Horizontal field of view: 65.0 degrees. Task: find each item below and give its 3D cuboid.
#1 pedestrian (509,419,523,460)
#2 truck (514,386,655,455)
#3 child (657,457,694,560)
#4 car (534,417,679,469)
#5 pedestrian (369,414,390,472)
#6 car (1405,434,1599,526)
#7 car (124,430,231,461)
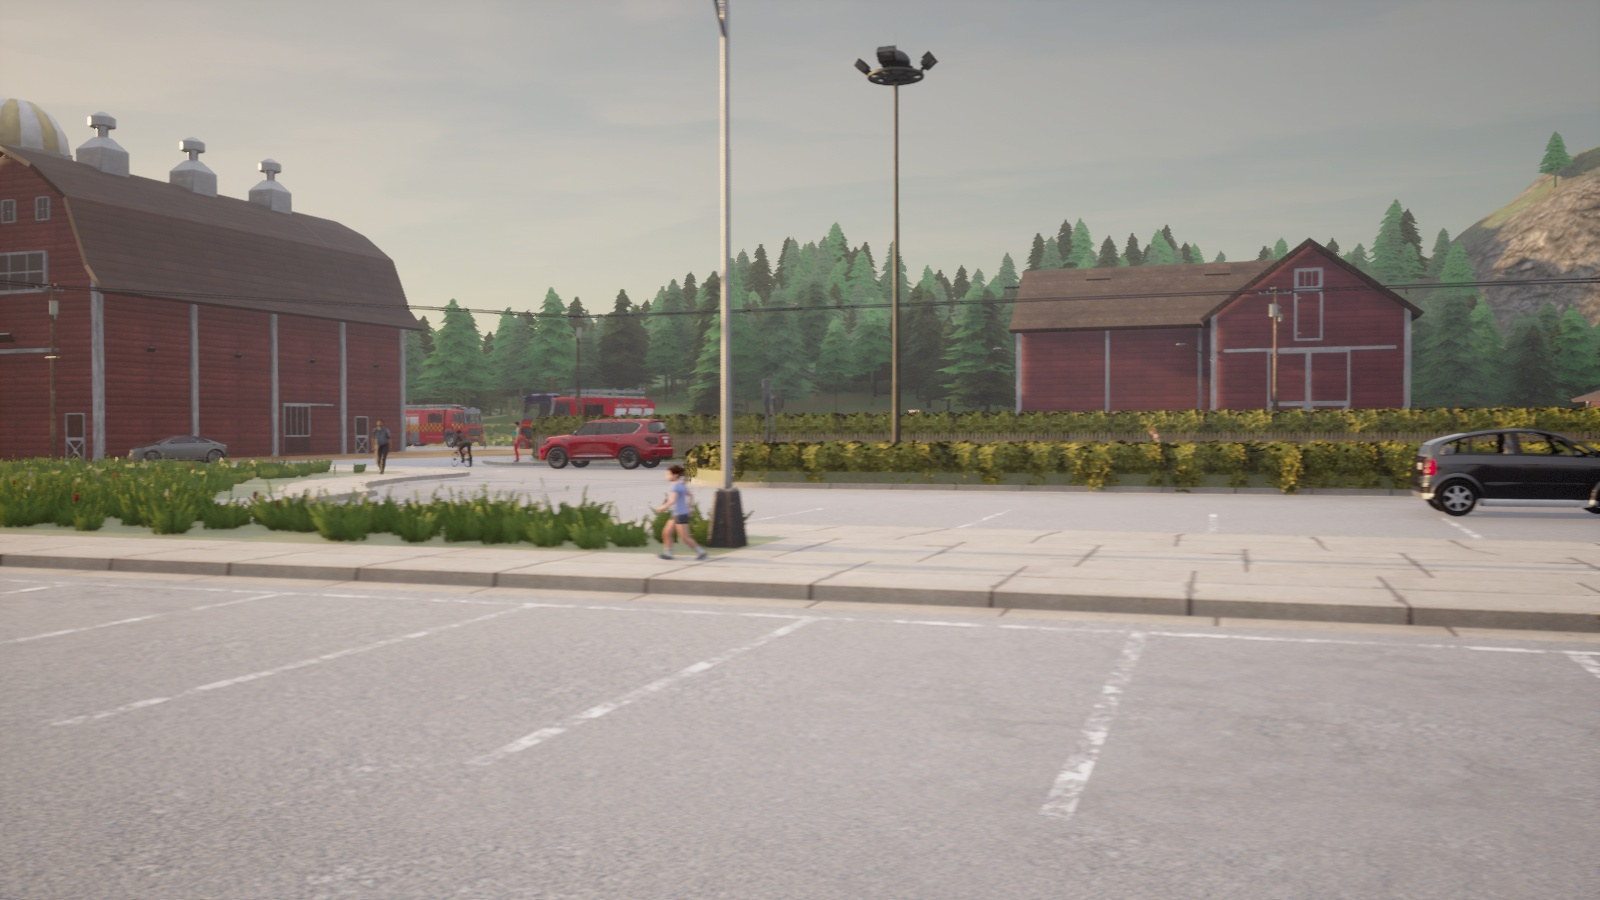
[{"bbox_3d":[-12.899,-0.484,57.016,0.594,1.836,0.345,0,1,-1],"label":"pedestrian"},{"bbox_3d":[-12.637,-1.726,74.389,2.891,3.827,8.468,1,1,38],"label":"truck"},{"bbox_3d":[-1.357,0.637,13.705,0.394,1.110,0.255,0,1,-4],"label":"child"},{"bbox_3d":[-7.967,-0.314,51.801,5.566,2.045,2.150,1,1,19],"label":"car"},{"bbox_3d":[-13.524,-0.217,40.430,0.540,1.848,0.694,0,1,-10],"label":"pedestrian"},{"bbox_3d":[12.977,0.494,22.450,3.705,1.549,1.789,0,1,19],"label":"car"},{"bbox_3d":[-29.049,-0.225,58.649,4.181,1.385,1.994,-1,1,-37],"label":"car"}]
